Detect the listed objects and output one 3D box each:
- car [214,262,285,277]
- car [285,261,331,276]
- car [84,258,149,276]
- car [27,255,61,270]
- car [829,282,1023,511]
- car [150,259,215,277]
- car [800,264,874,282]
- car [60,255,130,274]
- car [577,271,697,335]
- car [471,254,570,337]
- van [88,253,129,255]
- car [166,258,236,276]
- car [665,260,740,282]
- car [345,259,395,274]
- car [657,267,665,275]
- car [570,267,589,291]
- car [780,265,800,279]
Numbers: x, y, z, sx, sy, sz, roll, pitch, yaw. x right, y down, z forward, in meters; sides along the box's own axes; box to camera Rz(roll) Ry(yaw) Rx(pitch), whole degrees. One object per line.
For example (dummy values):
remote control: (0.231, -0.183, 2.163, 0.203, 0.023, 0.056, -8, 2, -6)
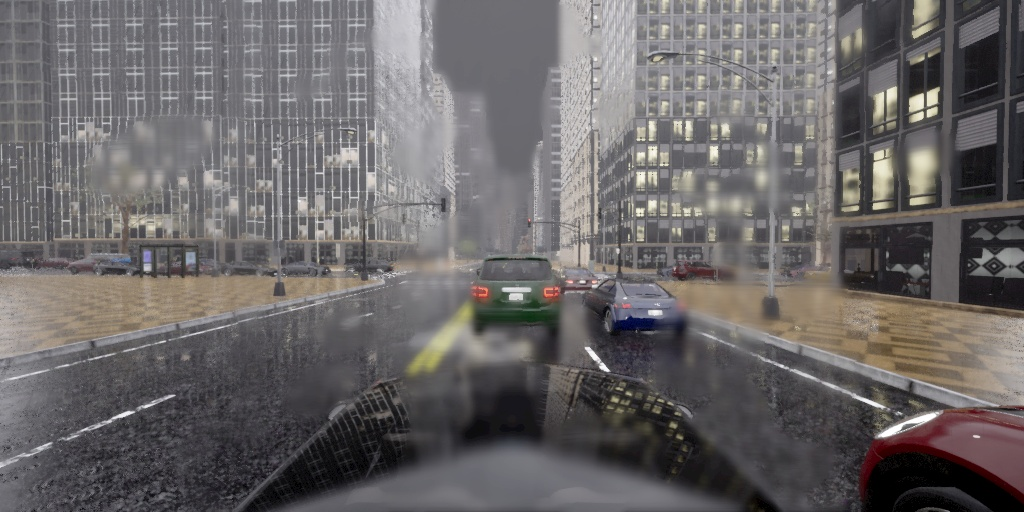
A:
car: (-22.678, 1.174, 31.123, 4.313, 1.339, 1.948, 0, 0, 1)
car: (-19.406, 1.157, 33.758, 4.181, 1.385, 1.994, 1, 1, 1)
car: (-34.042, 1.069, 31.450, 4.313, 1.339, 1.948, 0, 0, 1)
car: (-50.899, 0.793, 40.257, 4.207, 1.307, 1.802, 0, 0, 1)
car: (3.344, 1.103, 0.444, 2.097, 1.767, 4.553, 0, 0, 0)
car: (-28.361, 1.138, 31.267, 4.207, 1.307, 1.802, 0, 0, 1)
car: (27.694, 1.578, 30.307, 4.829, 1.417, 1.751, 0, 0, 1)
car: (-39.447, 0.937, 34.208, 4.674, 1.442, 1.812, 1, 1, 2)
car: (3.372, 1.310, 10.488, 1.994, 1.385, 4.181, 0, 0, -1)
car: (0.115, 0.967, 10.394, 2.150, 2.045, 5.566, 0, 0, 0)
van: (-45.217, 0.605, 40.131, 3.998, 1.789, 1.690, 0, 0, 1)
car: (-29.375, 0.995, 33.978, 4.902, 1.511, 2.128, 1, 1, 1)
car: (16.246, 1.269, 30.524, 5.009, 1.841, 2.192, 0, 0, 1)
car: (-14.587, 1.090, 36.856, 4.892, 1.490, 1.837, 1, 1, 1)
car: (16.939, 1.430, 36.287, 4.181, 1.385, 1.994, 1, 1, 1)
car: (3.385, 1.288, 19.730, 2.033, 1.411, 5.357, 0, 0, 0)
car: (29.537, 1.541, 36.046, 4.181, 1.385, 1.994, 1, 1, 1)
